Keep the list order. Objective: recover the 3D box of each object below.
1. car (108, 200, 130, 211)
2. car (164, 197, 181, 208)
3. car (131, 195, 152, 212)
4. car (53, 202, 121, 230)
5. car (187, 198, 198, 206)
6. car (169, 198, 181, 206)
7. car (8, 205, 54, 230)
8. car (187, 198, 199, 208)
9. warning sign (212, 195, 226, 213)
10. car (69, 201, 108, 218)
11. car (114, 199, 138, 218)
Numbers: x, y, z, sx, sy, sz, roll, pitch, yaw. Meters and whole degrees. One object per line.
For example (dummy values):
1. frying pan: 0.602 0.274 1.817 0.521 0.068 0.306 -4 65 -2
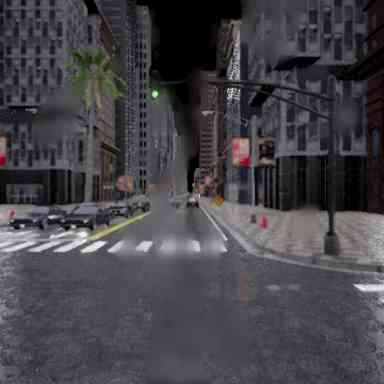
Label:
1. car: -9.826 1.789 45.044 1.895 1.301 4.718 0 0 0
2. car: -3.144 1.601 51.514 2.097 1.767 4.553 0 -1 0
3. car: -6.583 1.382 41.506 2.150 2.045 5.566 0 0 0
4. car: -6.572 1.592 21.569 2.033 1.411 5.357 0 0 4
5. car: 0.080 1.881 61.942 1.812 1.442 4.674 0 -1 0
6. car: -3.180 1.917 61.716 1.994 1.385 4.181 0 -1 0
7. car: -9.847 1.594 21.964 2.033 1.411 5.357 0 0 0
8. car: 0.107 1.727 51.602 1.882 1.535 5.008 0 -1 0
9. warning sign: 2.865 1.230 35.376 1.300 1.860 1.060 1 0 0
10. car: -9.843 1.643 32.037 2.033 1.411 5.357 0 0 0
11. car: -6.589 1.653 30.812 1.994 1.385 4.181 0 0 0
